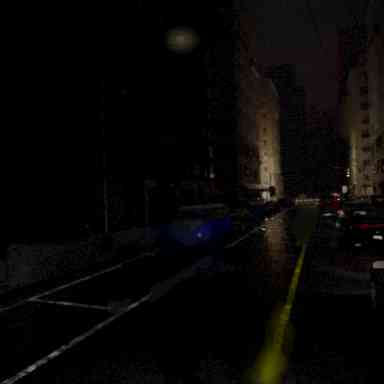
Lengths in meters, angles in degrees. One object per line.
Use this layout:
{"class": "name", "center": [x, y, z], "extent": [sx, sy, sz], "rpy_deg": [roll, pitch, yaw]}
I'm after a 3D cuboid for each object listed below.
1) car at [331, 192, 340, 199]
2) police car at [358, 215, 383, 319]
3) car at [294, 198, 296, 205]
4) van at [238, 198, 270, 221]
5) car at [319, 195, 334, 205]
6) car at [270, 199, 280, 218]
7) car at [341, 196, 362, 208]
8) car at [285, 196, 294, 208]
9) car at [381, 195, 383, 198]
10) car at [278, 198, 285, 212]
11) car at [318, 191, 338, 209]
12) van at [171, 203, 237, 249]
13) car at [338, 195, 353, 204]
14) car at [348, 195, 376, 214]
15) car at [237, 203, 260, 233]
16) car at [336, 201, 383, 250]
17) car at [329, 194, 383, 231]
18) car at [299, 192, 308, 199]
{"class": "car", "center": [37.604, 0.920, 87.298], "extent": [1.967, 1.590, 4.097], "rpy_deg": [-2, -1, 21]}
{"class": "police car", "center": [3.518, 1.343, 4.178], "extent": [1.930, 1.638, 5.238], "rpy_deg": [-2, 0, 21]}
{"class": "car", "center": [14.341, 1.494, 50.613], "extent": [1.802, 1.307, 4.206], "rpy_deg": [-2, -1, 21]}
{"class": "van", "center": [4.463, 1.377, 24.940], "extent": [1.690, 1.788, 3.998], "rpy_deg": [-2, 0, 21]}
{"class": "car", "center": [20.897, 1.276, 51.877], "extent": [1.994, 1.385, 4.181], "rpy_deg": [-2, 0, 21]}
{"class": "car", "center": [6.445, 1.576, 30.074], "extent": [1.947, 1.339, 4.313], "rpy_deg": [-2, 0, 21]}
{"class": "car", "center": [20.319, 1.210, 42.420], "extent": [2.008, 1.369, 4.403], "rpy_deg": [-2, -1, 21]}
{"class": "car", "center": [12.367, 1.502, 45.478], "extent": [1.947, 1.339, 4.313], "rpy_deg": [-2, -1, 21]}
{"class": "car", "center": [12.415, 1.075, 21.882], "extent": [2.192, 1.841, 5.009], "rpy_deg": [-2, 0, 21]}
{"class": "car", "center": [8.419, 1.567, 35.209], "extent": [1.802, 1.307, 4.206], "rpy_deg": [-2, -1, 21]}
{"class": "car", "center": [16.533, 1.117, 40.461], "extent": [2.097, 1.767, 4.553], "rpy_deg": [-2, -1, 22]}
{"class": "van", "center": [0.515, 1.430, 14.672], "extent": [1.690, 1.788, 3.998], "rpy_deg": [-2, 0, 21]}
{"class": "car", "center": [24.267, 1.177, 52.690], "extent": [1.947, 1.339, 4.313], "rpy_deg": [-2, -1, 21]}
{"class": "car", "center": [16.367, 1.149, 32.151], "extent": [1.967, 1.590, 4.097], "rpy_deg": [-2, -1, 21]}
{"class": "car", "center": [2.496, 1.613, 19.804], "extent": [2.008, 1.369, 4.403], "rpy_deg": [-2, 0, 21]}
{"class": "car", "center": [7.069, 1.348, 13.409], "extent": [1.882, 1.535, 5.008], "rpy_deg": [-2, 0, 21]}
{"class": "car", "center": [9.207, 1.192, 18.982], "extent": [2.097, 1.767, 4.553], "rpy_deg": [-2, 0, 21]}
{"class": "car", "center": [29.661, 1.338, 90.368], "extent": [1.802, 1.307, 4.206], "rpy_deg": [-2, -1, 21]}
